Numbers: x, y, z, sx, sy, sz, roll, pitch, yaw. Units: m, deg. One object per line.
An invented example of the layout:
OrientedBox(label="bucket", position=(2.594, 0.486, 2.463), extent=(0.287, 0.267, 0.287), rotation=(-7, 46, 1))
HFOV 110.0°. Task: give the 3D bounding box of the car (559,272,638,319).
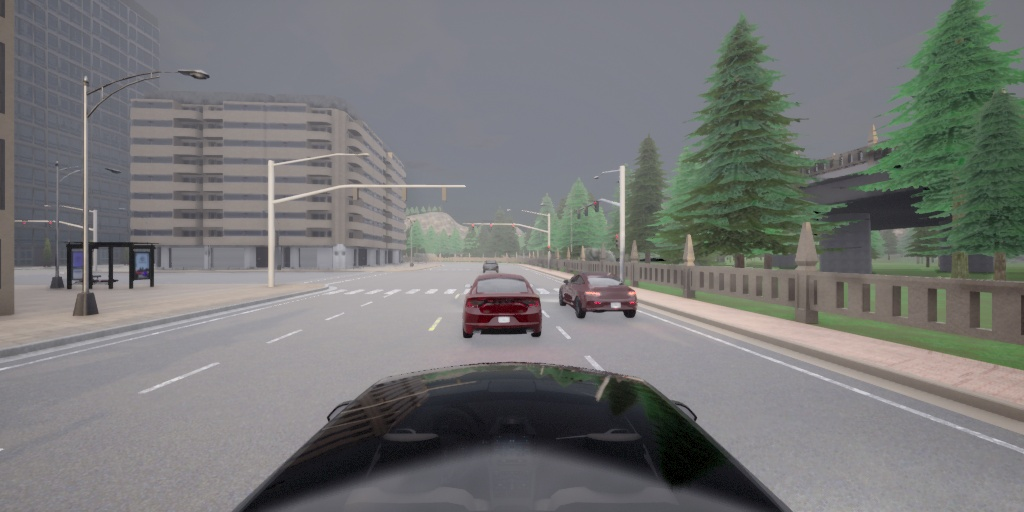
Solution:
OrientedBox(label="car", position=(2.914, 1.276, 12.805), extent=(1.812, 1.442, 4.674), rotation=(0, 0, -3))

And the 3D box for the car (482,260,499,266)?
OrientedBox(label="car", position=(-2.617, 1.241, 44.085), extent=(2.128, 1.511, 4.902), rotation=(0, 0, -4))

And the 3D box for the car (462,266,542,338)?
OrientedBox(label="car", position=(-0.347, 1.228, 10.228), extent=(1.882, 1.535, 5.008), rotation=(0, 0, -4))
